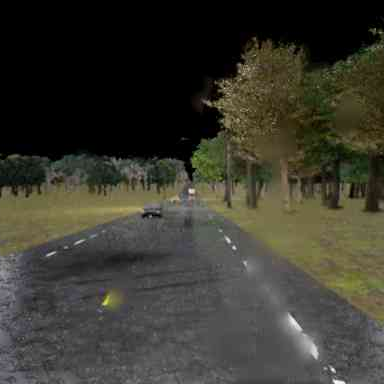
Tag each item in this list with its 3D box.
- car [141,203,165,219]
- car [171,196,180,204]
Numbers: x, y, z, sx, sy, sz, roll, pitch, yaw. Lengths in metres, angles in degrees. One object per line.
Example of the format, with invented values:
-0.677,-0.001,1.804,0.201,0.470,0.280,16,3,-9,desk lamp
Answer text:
-3.595,1.734,31.526,2.033,1.411,5.357,0,0,0,car
-3.494,1.664,71.947,1.882,1.535,5.008,0,0,0,car
